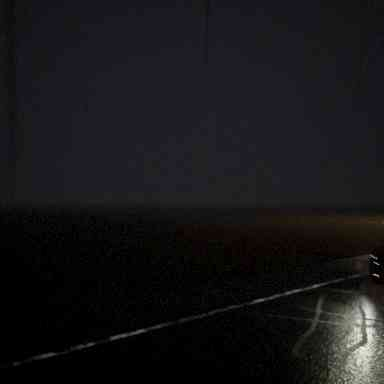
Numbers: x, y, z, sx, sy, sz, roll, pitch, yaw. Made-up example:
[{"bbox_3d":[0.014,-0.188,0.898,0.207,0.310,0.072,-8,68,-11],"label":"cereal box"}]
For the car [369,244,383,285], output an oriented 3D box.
[{"bbox_3d":[6.560,1.581,8.673,5.008,1.535,1.882,1,0,-35],"label":"car"}]
